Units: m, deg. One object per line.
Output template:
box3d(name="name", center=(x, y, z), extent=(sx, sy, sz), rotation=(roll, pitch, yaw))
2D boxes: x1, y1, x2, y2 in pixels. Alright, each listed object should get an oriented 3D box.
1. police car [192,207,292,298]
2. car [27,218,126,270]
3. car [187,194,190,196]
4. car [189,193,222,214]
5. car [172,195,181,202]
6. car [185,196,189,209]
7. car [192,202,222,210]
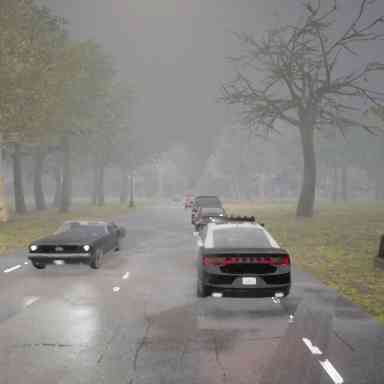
box3d(name="police car", center=(1.050, 1.428, 8.685), extent=(1.930, 1.638, 5.238), rotation=(0, 0, 0))
box3d(name="car", center=(-3.600, 1.605, 11.227), extent=(1.895, 1.301, 4.718), rotation=(0, 0, 0))
box3d(name="car", center=(0.000, 1.279, 60.139), extent=(2.150, 2.045, 5.566), rotation=(0, 0, 0))
box3d(name="car", center=(1.050, 1.235, 24.608), extent=(2.150, 2.045, 5.566), rotation=(0, 0, 0))
box3d(name="car", center=(-3.501, 1.442, 75.622), extent=(2.097, 1.767, 4.553), rotation=(0, 0, 0))
box3d(name="car", center=(0.014, 1.597, 45.693), extent=(1.994, 1.385, 4.181), rotation=(0, 0, 0))
box3d(name="car", center=(1.050, 1.513, 18.578), extent=(1.837, 1.490, 4.892), rotation=(0, 0, 0))
